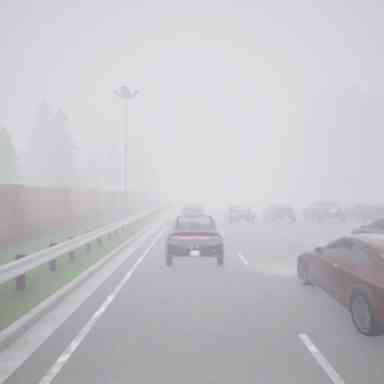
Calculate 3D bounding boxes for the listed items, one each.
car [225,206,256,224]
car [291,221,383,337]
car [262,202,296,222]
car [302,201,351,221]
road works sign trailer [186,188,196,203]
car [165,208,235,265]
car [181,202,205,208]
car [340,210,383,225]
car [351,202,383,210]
[{"bbox_3d":[3.578,1.715,25.677,1.895,1.301,4.718,0,0,0],"label":"car"},{"bbox_3d":[3.576,1.555,6.554,1.812,1.442,4.674,0,0,0],"label":"car"},{"bbox_3d":[7.072,1.627,27.293,1.837,1.490,4.892,0,0,0],"label":"car"},{"bbox_3d":[10.571,1.472,27.021,2.097,1.767,4.553,0,0,0],"label":"car"},{"bbox_3d":[-0.331,0.823,80.929,2.380,3.560,2.880,0,0,0],"label":"road works sign trailer"},{"bbox_3d":[0.090,1.545,11.907,2.128,1.511,4.902,0,0,0],"label":"car"},{"bbox_3d":[0.067,1.606,28.832,1.882,1.535,5.008,0,0,0],"label":"car"},{"bbox_3d":[7.090,1.554,11.196,1.837,1.490,4.892,0,0,0],"label":"car"},{"bbox_3d":[14.072,1.627,27.329,1.837,1.490,4.892,0,0,0],"label":"car"}]
